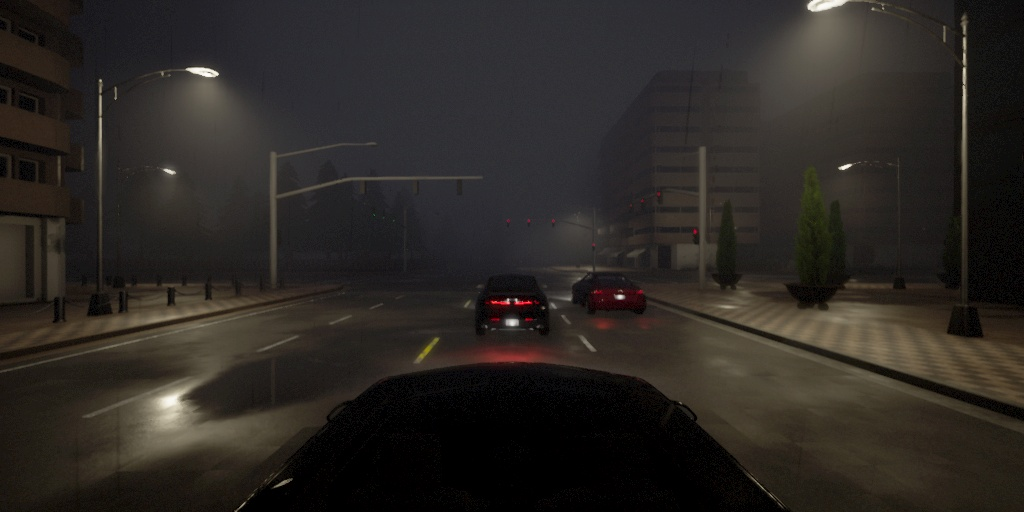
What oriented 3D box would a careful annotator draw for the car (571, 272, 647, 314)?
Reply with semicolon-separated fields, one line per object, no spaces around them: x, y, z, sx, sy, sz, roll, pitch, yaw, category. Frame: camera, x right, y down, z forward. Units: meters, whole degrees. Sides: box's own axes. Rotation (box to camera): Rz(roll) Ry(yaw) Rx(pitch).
3.499;1.297;13.629;1.994;1.385;4.181;0;0;0;car

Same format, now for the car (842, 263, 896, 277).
33.813;1.362;34.577;4.718;1.301;1.895;0;0;-1;car

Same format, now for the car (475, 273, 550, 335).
0.007;1.243;10.455;1.837;1.490;4.892;0;0;0;car
